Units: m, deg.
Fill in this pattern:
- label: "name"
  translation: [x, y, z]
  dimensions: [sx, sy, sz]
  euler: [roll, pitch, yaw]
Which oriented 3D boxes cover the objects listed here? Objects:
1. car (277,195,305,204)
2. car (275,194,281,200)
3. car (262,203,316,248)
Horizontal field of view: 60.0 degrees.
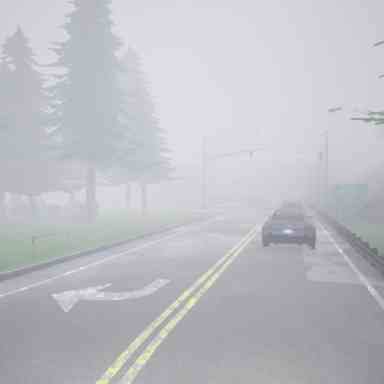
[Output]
- label: "car"
  translation: [8.392, 1.312, 28.127]
  dimensions: [1.837, 1.490, 4.892]
  euler: [0, 0, 17]
- label: "car"
  translation: [22.439, 1.306, 86.253]
  dimensions: [1.837, 1.490, 4.892]
  euler: [0, 0, 17]
- label: "car"
  translation: [4.009, 1.369, 13.750]
  dimensions: [1.994, 1.385, 4.181]
  euler: [0, 0, 17]
